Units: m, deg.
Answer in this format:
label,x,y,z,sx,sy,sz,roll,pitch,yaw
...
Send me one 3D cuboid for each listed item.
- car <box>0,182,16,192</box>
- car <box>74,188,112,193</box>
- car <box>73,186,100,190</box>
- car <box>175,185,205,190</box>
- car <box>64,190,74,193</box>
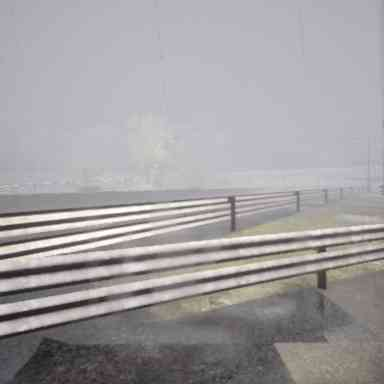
label,x,y,z,sx,sy,sz,roll,pitch,yaw
car,-33.314,-0.869,58.641,2.097,1.767,4.553,-1,3,12
car,-10.213,0.594,36.867,1.837,1.490,4.892,0,1,32
car,-14.270,0.264,43.597,2.150,2.045,5.566,0,1,32
car,0.151,-0.025,53.485,2.150,2.045,5.566,0,1,32
car,-13.270,0.709,38.581,1.895,1.301,4.718,0,1,32
